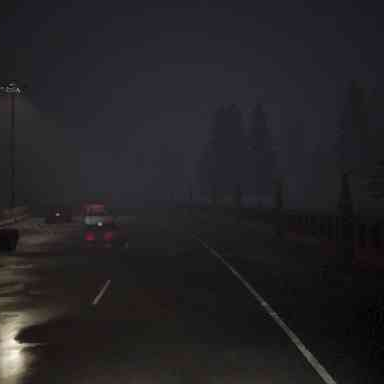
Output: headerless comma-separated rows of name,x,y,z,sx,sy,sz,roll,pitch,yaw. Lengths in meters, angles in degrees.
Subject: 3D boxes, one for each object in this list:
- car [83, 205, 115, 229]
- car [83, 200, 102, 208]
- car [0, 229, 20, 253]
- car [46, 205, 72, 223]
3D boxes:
car,-6.531,1.845,23.962,1.895,1.301,4.718,0,-1,-13
car,-11.838,1.762,39.938,2.097,1.767,4.553,0,-1,-22
car,-7.781,1.735,11.533,1.895,1.301,4.718,0,-1,-7
car,-11.709,1.876,29.425,1.994,1.385,4.181,0,-1,-17
